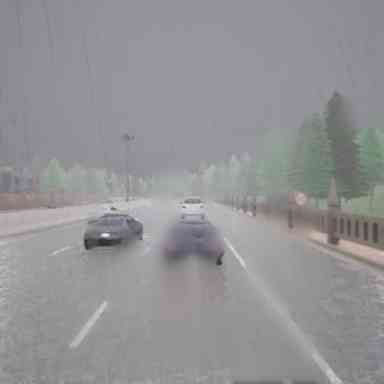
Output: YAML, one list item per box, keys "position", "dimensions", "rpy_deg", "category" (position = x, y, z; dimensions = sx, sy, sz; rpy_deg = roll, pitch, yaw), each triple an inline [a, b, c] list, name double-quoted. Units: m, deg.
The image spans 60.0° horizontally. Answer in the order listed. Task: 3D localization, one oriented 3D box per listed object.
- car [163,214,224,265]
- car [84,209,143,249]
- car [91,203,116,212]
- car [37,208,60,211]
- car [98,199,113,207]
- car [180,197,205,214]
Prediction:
- position: [0.043, 1.713, 12.185]
  dimensions: [1.895, 1.301, 4.718]
  rpy_deg: [0, 0, 0]
  category: "car"
- position: [-3.454, 1.711, 15.284]
  dimensions: [1.994, 1.385, 4.181]
  rpy_deg: [0, 0, 0]
  category: "car"
- position: [-6.936, 1.782, 26.636]
  dimensions: [1.812, 1.442, 4.674]
  rpy_deg: [0, 0, 0]
  category: "car"
- position: [-14.117, 1.931, 33.265]
  dimensions: [1.895, 1.301, 4.718]
  rpy_deg: [0, -1, 0]
  category: "car"
- position: [-17.454, 2.167, 67.019]
  dimensions: [1.812, 1.442, 4.674]
  rpy_deg: [0, -1, 0]
  category: "car"
- position: [0.073, 1.516, 32.130]
  dimensions: [2.150, 2.045, 5.566]
  rpy_deg: [0, 0, 0]
  category: "car"
